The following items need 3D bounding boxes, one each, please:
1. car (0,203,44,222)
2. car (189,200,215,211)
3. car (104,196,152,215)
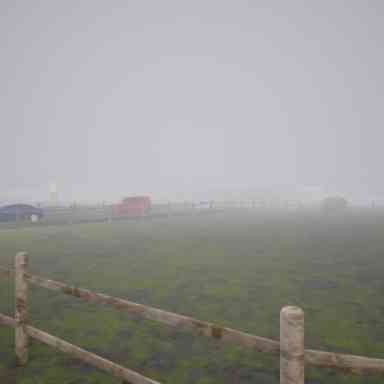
[{"bbox_3d":[-14.002,1.590,25.508,1.882,1.535,5.008,0,0,35],"label":"car"},{"bbox_3d":[1.444,1.874,46.728,1.812,1.442,4.674,0,-1,36],"label":"car"},{"bbox_3d":[-6.686,1.443,35.593,2.150,2.045,5.566,0,-1,36],"label":"car"}]
